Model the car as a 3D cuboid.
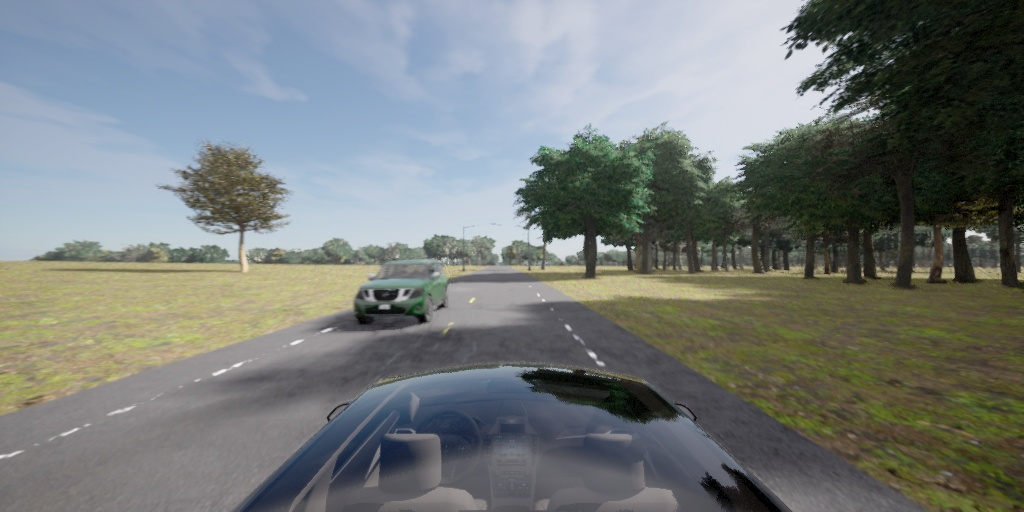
[{"bbox_3d":[-3.703,1.142,13.027,2.150,2.045,5.566,-1,-1,-1],"label":"car"}]
